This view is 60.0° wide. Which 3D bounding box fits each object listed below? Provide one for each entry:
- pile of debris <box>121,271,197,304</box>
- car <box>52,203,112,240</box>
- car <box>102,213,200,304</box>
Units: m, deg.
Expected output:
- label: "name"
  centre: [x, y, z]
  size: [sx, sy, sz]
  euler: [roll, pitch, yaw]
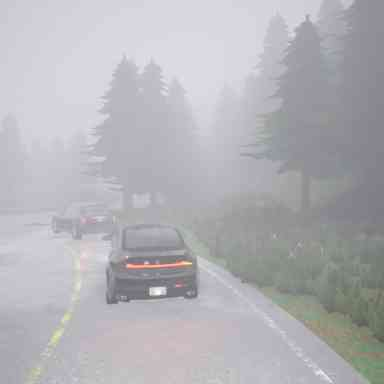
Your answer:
- label: "pile of debris"
  centre: [-0.858, 2.175, 7.751]
  size: [1.500, 0.140, 1.860]
  euler: [0, 0, -14]
- label: "car"
  centre: [-5.718, 1.352, 17.458]
  size: [2.097, 1.767, 4.553]
  euler: [0, 0, -39]
- label: "car"
  centre: [-1.115, 1.504, 8.240]
  size: [1.837, 1.490, 4.892]
  euler: [0, 0, -12]
